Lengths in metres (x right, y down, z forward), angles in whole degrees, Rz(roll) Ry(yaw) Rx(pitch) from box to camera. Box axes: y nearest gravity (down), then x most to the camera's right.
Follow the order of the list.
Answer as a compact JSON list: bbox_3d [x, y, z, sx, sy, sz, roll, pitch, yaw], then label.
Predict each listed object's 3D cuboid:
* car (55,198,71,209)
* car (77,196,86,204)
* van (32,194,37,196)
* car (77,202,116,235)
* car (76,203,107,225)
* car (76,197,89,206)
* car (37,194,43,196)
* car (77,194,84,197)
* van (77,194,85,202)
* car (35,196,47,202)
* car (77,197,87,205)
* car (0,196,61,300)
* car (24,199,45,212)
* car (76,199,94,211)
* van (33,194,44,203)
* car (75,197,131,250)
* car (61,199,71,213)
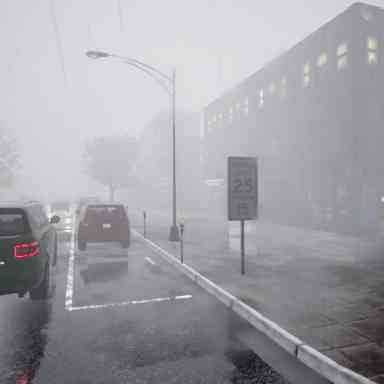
[{"bbox_3d":[-18.119,1.614,46.864,1.895,1.301,4.718,0,0,-19],"label":"car"},{"bbox_3d":[-22.245,1.539,66.843,1.752,1.417,4.829,1,0,-19],"label":"car"},{"bbox_3d":[-26.434,1.354,53.441,1.690,1.788,3.998,1,0,-19],"label":"van"},{"bbox_3d":[-5.720,1.448,19.591,1.967,1.590,4.097,1,0,-19],"label":"car"},{"bbox_3d":[-7.552,1.560,24.824,2.008,1.369,4.403,1,0,-19],"label":"car"},{"bbox_3d":[-18.530,1.565,56.218,2.008,1.369,4.403,1,0,-19],"label":"car"},{"bbox_3d":[-30.095,1.452,63.906,1.967,1.590,4.097,1,0,-19],"label":"car"},{"bbox_3d":[-9.379,1.326,30.058,2.192,1.841,5.009,1,0,-19],"label":"car"},{"bbox_3d":[-25.847,1.353,77.150,1.690,1.788,3.998,1,0,-19],"label":"van"},{"bbox_3d":[-33.756,1.561,74.370,2.008,1.369,4.403,1,0,-19],"label":"car"},{"bbox_3d":[-20.360,1.596,61.450,1.802,1.307,4.206,1,0,-19],"label":"car"},{"bbox_3d":[-4.573,1.224,8.129,2.150,2.045,5.566,0,0,-19],"label":"car"},{"bbox_3d":[-19.006,1.613,40.312,1.895,1.301,4.718,0,0,-19],"label":"car"},{"bbox_3d":[-13.041,1.579,40.521,1.947,1.339,4.313,1,0,-19],"label":"car"},{"bbox_3d":[-31.923,1.353,69.138,1.690,1.788,3.998,1,0,-19],"label":"van"},{"bbox_3d":[-3.889,1.321,14.359,2.192,1.841,5.009,1,0,-19],"label":"car"},{"bbox_3d":[-14.795,1.490,37.524,1.882,1.535,5.008,0,0,-19],"label":"car"}]
